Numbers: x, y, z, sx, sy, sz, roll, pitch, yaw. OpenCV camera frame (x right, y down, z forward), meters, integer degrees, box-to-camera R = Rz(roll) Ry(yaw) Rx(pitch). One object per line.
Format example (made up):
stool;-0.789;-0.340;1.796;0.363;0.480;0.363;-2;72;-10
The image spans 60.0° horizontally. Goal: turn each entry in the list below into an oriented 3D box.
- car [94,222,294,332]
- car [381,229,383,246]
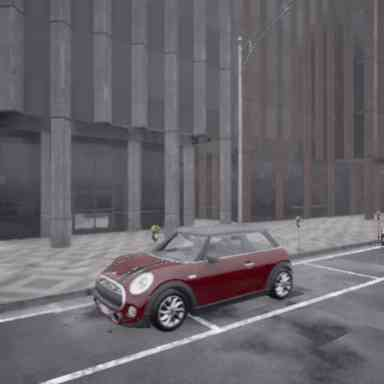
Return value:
car;0.152;1.446;6.761;4.097;1.590;1.967;0;0;-36
car;9.329;1.464;13.308;4.097;1.590;1.967;0;0;-36
